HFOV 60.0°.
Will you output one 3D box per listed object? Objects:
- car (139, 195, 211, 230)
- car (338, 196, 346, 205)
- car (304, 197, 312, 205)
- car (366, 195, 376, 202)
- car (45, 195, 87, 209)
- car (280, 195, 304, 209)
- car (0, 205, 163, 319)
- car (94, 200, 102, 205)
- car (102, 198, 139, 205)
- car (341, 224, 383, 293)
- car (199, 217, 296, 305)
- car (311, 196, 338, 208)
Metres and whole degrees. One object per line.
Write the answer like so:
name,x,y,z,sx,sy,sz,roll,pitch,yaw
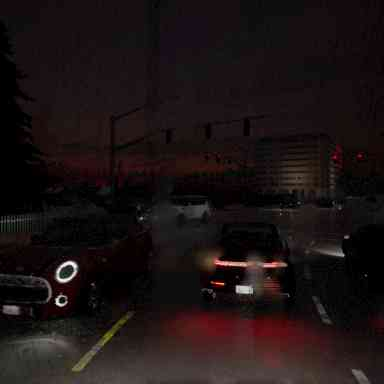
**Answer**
car,-0.713,1.232,21.912,2.150,2.045,5.566,0,-1,29
car,25.930,1.491,58.792,2.128,1.511,4.902,0,0,32
car,20.167,1.526,56.150,1.812,1.442,4.674,0,0,31
car,42.671,1.525,79.280,2.128,1.511,4.902,0,0,32
car,-14.117,1.277,37.047,5.566,2.045,2.150,0,0,32
car,13.416,1.505,45.205,1.837,1.490,4.892,0,0,32
car,-2.467,1.352,7.666,2.097,1.767,4.553,0,0,13
car,-9.084,1.547,38.037,4.902,1.511,2.128,0,0,32
car,-5.986,1.407,31.975,4.553,1.767,2.097,0,0,32
car,5.180,1.547,8.554,2.033,1.411,5.357,0,0,16
car,1.428,1.492,8.181,2.128,1.511,4.902,0,0,12
car,19.188,1.547,47.899,2.033,1.411,5.357,0,0,32
